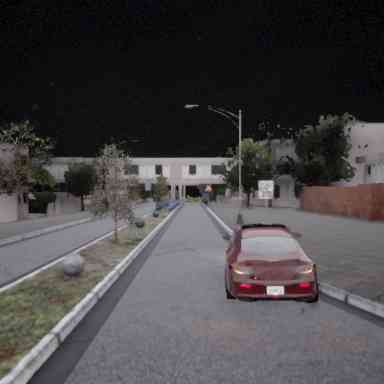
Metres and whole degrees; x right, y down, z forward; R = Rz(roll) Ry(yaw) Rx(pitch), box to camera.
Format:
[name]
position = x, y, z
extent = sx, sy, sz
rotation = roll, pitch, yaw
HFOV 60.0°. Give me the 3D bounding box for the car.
[car]
position = 1.743, 1.489, 8.119
extent = 1.812, 1.442, 4.674
rotation = -2, 2, 7
